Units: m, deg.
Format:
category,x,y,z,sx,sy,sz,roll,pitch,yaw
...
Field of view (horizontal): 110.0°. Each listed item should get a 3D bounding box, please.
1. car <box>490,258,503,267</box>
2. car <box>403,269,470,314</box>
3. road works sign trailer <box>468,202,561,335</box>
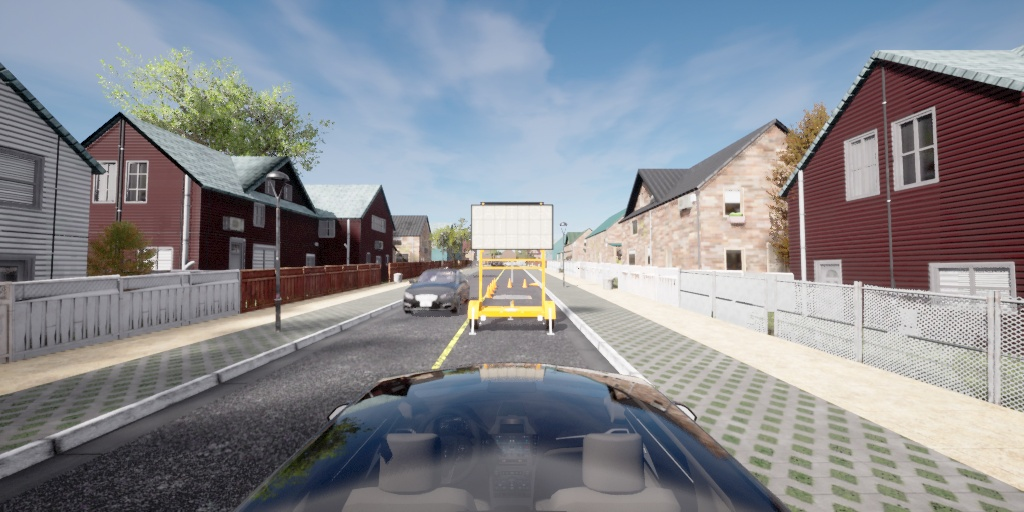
category,x,y,z,sx,sy,sz,roll,pitch,yaw
car,-2.691,1.320,64.925,2.150,2.045,5.566,0,-1,0
car,-2.738,1.262,13.854,2.128,1.511,4.902,0,0,0
road works sign trailer,0.005,0.227,10.558,2.380,3.560,2.880,0,0,1
